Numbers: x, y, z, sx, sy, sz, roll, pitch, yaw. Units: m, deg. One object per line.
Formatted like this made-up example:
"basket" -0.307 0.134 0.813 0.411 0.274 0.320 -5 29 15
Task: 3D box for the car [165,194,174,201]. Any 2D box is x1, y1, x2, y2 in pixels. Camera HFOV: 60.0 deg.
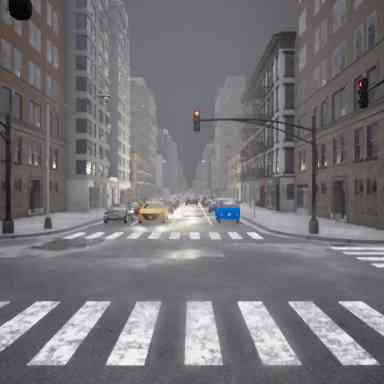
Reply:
"car" -5.474 1.408 81.841 1.967 1.590 4.097 0 0 0

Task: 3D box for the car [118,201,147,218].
"car" -5.421 1.543 30.704 1.887 1.381 4.507 0 0 0

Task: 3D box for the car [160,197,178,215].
"car" -2.837 1.562 34.258 1.994 1.385 4.181 0 0 0

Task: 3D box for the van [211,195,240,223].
"van" 2.610 1.339 25.040 1.690 1.788 3.998 0 0 0

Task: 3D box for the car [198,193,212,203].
"car" 2.581 1.304 53.446 2.192 1.841 5.009 0 0 0

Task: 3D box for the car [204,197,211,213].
"car" 2.598 1.579 36.402 1.802 1.307 4.206 0 0 0

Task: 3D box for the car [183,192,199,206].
"car" -0.059 1.340 55.136 2.097 1.767 4.553 0 0 0

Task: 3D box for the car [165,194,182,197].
"car" -2.843 1.483 50.028 2.128 1.511 4.902 0 0 1

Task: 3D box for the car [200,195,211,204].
"car" 2.569 1.421 64.809 1.967 1.590 4.097 0 0 0

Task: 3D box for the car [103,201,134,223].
"car" -5.415 1.549 25.023 2.008 1.369 4.403 0 0 0

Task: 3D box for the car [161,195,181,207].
"car" -2.831 1.521 43.015 1.812 1.442 4.674 0 0 1

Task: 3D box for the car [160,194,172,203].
"car" -5.462 1.291 70.477 2.192 1.841 5.009 0 0 0

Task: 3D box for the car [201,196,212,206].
"car" 2.586 1.575 47.765 1.802 1.307 4.206 0 0 0

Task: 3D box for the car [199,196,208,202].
"car" 2.557 1.523 76.171 2.008 1.369 4.403 0 0 0

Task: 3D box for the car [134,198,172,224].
"car" -2.860 1.476 25.300 1.882 1.535 5.008 0 0 0

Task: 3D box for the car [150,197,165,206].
"car" -5.444 1.555 53.432 1.947 1.339 4.313 0 0 0

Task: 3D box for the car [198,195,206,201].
"car" 2.545 1.529 87.534 1.947 1.339 4.313 0 0 0

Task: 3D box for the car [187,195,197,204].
"car" -0.069 1.458 65.168 1.882 1.535 5.008 0 0 0
